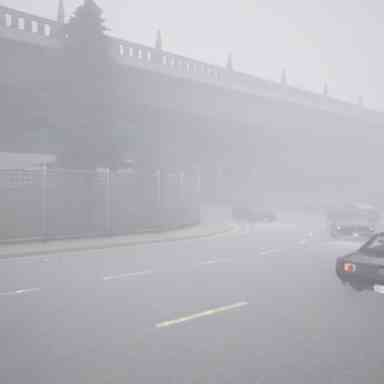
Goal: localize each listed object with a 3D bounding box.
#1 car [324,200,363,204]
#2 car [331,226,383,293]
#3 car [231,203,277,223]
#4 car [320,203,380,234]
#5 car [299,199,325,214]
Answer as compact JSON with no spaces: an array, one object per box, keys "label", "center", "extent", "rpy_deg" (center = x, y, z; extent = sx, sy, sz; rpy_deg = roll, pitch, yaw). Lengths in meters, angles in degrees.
[{"label":"car","center":[12.188,1.542,25.166],"extent":[1.812,1.442,4.674],"rpy_deg":[0,0,-5]},{"label":"car","center":[5.385,1.606,7.907],"extent":[4.718,1.301,1.895],"rpy_deg":[0,0,-41]},{"label":"car","center":[4.727,1.567,26.268],"extent":[2.033,1.411,5.357],"rpy_deg":[0,0,-12]},{"label":"car","center":[8.245,1.559,17.691],"extent":[2.033,1.411,5.357],"rpy_deg":[0,0,18]},{"label":"car","center":[13.206,1.530,34.677],"extent":[1.837,1.490,4.892],"rpy_deg":[0,0,-19]}]
